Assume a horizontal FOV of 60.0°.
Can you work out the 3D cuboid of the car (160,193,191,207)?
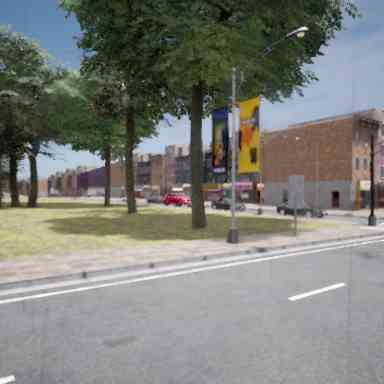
[{"bbox_3d":[-1.954,1.134,47.658,2.150,2.045,5.566,1,0,-35],"label":"car"}]

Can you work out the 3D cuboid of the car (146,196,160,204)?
[{"bbox_3d":[-6.414,1.367,58.987,2.128,1.511,4.902,1,0,-35],"label":"car"}]

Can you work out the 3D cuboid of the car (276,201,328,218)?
[{"bbox_3d":[10.070,1.587,30.731,1.837,1.490,4.892,1,0,-35],"label":"car"}]

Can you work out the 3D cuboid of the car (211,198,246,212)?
[{"bbox_3d":[4.246,1.495,38.924,1.837,1.490,4.892,1,0,-35],"label":"car"}]

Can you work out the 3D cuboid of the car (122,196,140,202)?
[{"bbox_3d":[-12.492,1.447,67.518,1.895,1.301,4.718,1,0,-35],"label":"car"}]
